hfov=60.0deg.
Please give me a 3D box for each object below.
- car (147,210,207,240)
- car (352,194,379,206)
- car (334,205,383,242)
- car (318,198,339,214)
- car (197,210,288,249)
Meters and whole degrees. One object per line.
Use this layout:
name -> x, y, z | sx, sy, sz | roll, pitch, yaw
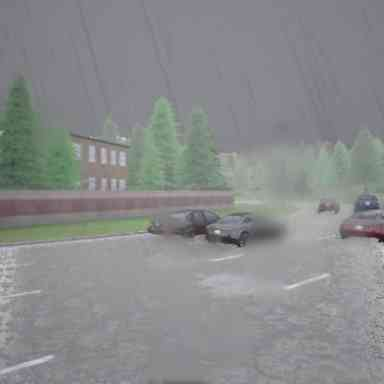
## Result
car -> 0.222, 1.637, 17.615 | 5.357, 1.411, 2.033 | 0, 0, -43
car -> 18.618, 1.275, 35.746 | 2.150, 2.045, 5.566 | 0, 0, 23
car -> 9.007, 1.587, 16.576 | 1.994, 1.385, 4.181 | -1, 0, 45
car -> 15.226, 1.435, 37.042 | 2.097, 1.767, 4.553 | -1, 0, 24
car -> 2.552, 1.625, 15.168 | 4.181, 1.385, 1.994 | 0, 0, -42
